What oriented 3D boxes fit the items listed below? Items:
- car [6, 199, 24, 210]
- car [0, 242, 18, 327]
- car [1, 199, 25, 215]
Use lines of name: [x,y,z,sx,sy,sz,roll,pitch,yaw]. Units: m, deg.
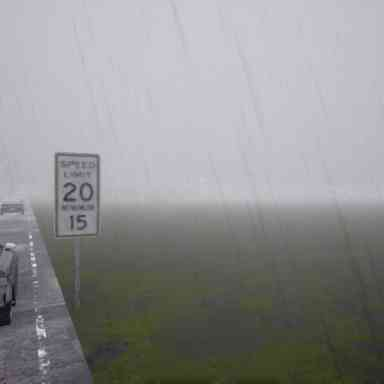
car: [-22.649,1.558,42.763,1.895,1.301,4.718,0,0,-26]
car: [-4.554,1.562,6.526,1.994,1.385,4.181,0,0,-27]
car: [-17.919,1.455,33.393,1.882,1.535,5.008,0,0,-26]
